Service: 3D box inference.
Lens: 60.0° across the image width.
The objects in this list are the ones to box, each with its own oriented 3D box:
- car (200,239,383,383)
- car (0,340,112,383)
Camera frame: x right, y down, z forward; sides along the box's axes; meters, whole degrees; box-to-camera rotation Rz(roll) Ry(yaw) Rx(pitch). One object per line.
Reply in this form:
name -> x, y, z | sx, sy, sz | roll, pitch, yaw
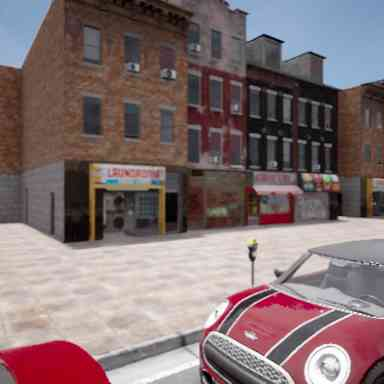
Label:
car -> 2.063, 1.426, 4.214 | 4.097, 1.590, 1.967 | 0, 0, -34
car -> -2.444, 1.534, 1.126 | 4.507, 1.381, 1.887 | 0, 0, -34
